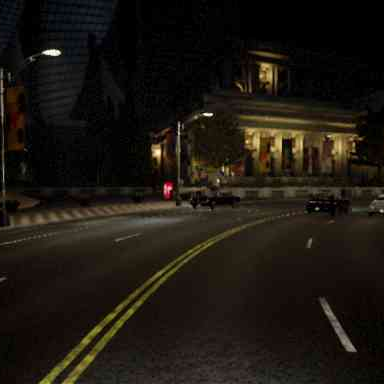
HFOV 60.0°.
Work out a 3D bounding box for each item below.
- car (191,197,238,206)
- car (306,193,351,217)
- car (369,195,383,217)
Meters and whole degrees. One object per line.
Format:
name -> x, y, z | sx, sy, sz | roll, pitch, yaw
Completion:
car -> 1.823, 0.583, 25.451 | 1.895, 1.301, 4.718 | 1, 2, 37
car -> 9.705, 0.829, 23.463 | 2.128, 1.511, 4.902 | 1, 2, 40
car -> 13.397, 0.897, 22.378 | 1.812, 1.442, 4.674 | 1, 2, 43
